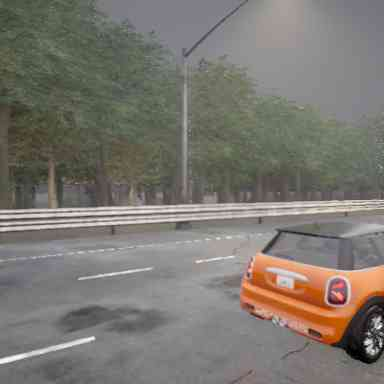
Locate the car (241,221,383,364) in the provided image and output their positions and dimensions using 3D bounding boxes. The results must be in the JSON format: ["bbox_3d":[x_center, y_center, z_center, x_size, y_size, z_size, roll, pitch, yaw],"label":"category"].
[{"bbox_3d":[3.106,1.325,6.042,4.553,1.767,2.097,0,0,-34],"label":"car"}]
